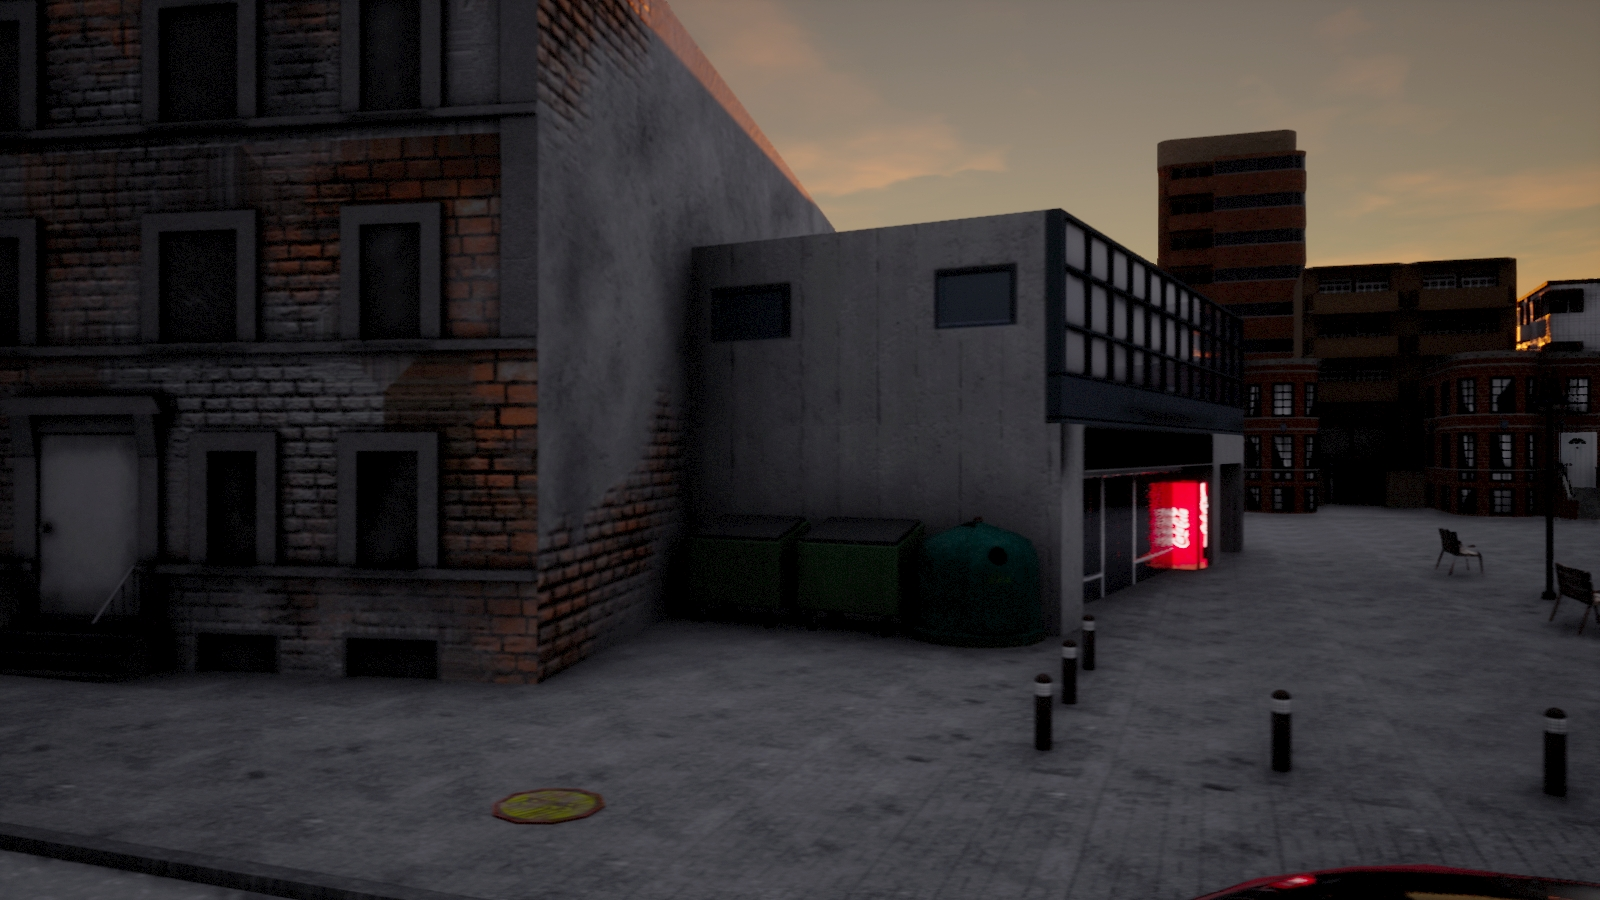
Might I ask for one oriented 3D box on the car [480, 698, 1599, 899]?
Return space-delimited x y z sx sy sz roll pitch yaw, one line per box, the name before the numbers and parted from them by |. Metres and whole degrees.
car | 1.853 1.842 3.164 4.892 1.480 2.231 0 0 20
